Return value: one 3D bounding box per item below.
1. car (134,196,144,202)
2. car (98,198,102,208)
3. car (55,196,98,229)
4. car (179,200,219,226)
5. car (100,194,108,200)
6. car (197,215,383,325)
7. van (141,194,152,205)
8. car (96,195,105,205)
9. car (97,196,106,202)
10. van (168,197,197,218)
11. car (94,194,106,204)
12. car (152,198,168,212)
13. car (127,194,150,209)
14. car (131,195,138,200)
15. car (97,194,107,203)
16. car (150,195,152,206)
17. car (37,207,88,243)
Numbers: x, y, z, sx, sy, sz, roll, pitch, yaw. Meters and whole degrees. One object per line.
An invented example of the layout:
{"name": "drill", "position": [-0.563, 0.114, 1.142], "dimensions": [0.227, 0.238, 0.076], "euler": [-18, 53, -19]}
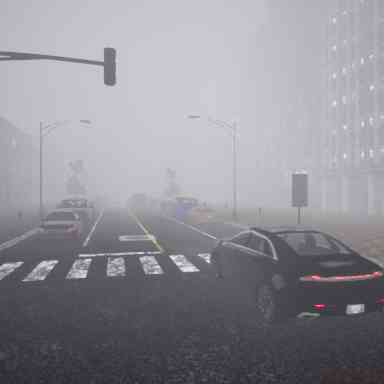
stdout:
{"name": "car", "position": [-12.250, 1.586, 77.318], "dimensions": [1.947, 1.339, 4.313], "euler": [0, 0, -13]}
{"name": "car", "position": [-10.085, 1.558, 32.175], "dimensions": [2.008, 1.369, 4.403], "euler": [0, 0, -13]}
{"name": "car", "position": [-7.504, 1.319, 21.377], "dimensions": [2.192, 1.841, 5.009], "euler": [0, 0, -13]}
{"name": "car", "position": [0.605, 1.531, 23.491], "dimensions": [1.752, 1.417, 4.829], "euler": [0, 0, -13]}
{"name": "car", "position": [-24.268, 1.466, 91.567], "dimensions": [1.967, 1.590, 4.097], "euler": [0, 0, -13]}
{"name": "car", "position": [1.824, 1.493, 7.217], "dimensions": [2.128, 1.511, 4.902], "euler": [0, 0, -13]}
{"name": "van", "position": [-8.379, 1.356, 61.121], "dimensions": [1.690, 1.788, 3.998], "euler": [0, 0, -13]}
{"name": "car", "position": [-13.913, 1.536, 48.208], "dimensions": [1.752, 1.417, 4.829], "euler": [0, 0, -13]}
{"name": "car", "position": [-20.361, 1.545, 75.204], "dimensions": [1.752, 1.417, 4.829], "euler": [0, 0, -13]}
{"name": "van", "position": [-0.643, 1.348, 28.726], "dimensions": [1.690, 1.788, 3.998], "euler": [0, 0, -13]}
{"name": "car", "position": [-17.820, 1.331, 64.571], "dimensions": [2.192, 1.841, 5.009], "euler": [0, 0, -13]}
{"name": "car", "position": [-3.224, 1.560, 39.523], "dimensions": [2.008, 1.369, 4.403], "euler": [0, 0, -13]}
{"name": "car", "position": [-7.621, 1.233, 46.785], "dimensions": [2.150, 2.045, 5.566], "euler": [0, 0, -13]}
{"name": "car", "position": [-16.157, 1.552, 93.681], "dimensions": [1.752, 1.417, 4.829], "euler": [0, 0, -13]}
{"name": "car", "position": [-16.532, 1.565, 59.171], "dimensions": [2.008, 1.369, 4.403], "euler": [0, 0, -13]}
{"name": "car", "position": [-5.802, 1.578, 50.322], "dimensions": [1.947, 1.339, 4.313], "euler": [0, 0, -13]}
{"name": "car", "position": [-6.216, 1.585, 15.978], "dimensions": [1.802, 1.307, 4.206], "euler": [0, 0, -13]}
